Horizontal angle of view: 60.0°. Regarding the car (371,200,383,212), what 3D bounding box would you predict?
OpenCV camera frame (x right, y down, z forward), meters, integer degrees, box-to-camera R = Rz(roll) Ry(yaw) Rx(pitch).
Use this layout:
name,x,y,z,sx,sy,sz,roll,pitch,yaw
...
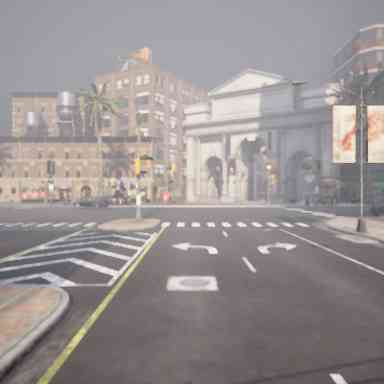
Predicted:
name,x,y,z,sx,sy,sz,roll,pitch,yaw
car,21.797,1.495,36.136,4.181,1.385,1.994,0,0,0

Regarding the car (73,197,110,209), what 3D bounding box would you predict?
name,x,y,z,sx,sy,sz,roll,pitch,yaw
car,-12.941,1.407,42.726,4.902,1.511,2.128,0,0,19
